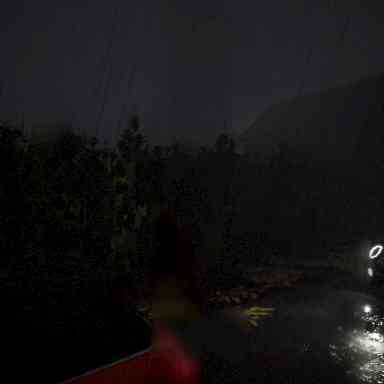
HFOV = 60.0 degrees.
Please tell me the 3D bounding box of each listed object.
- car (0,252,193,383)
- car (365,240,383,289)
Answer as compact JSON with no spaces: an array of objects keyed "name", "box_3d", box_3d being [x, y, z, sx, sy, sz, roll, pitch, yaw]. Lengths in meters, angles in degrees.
[{"name":"car","box_3d":[-2.177,1.403,1.903,4.553,1.767,2.097,-1,0,-36]},{"name":"car","box_3d":[6.146,1.328,8.029,4.553,1.767,2.097,-1,0,-36]}]
